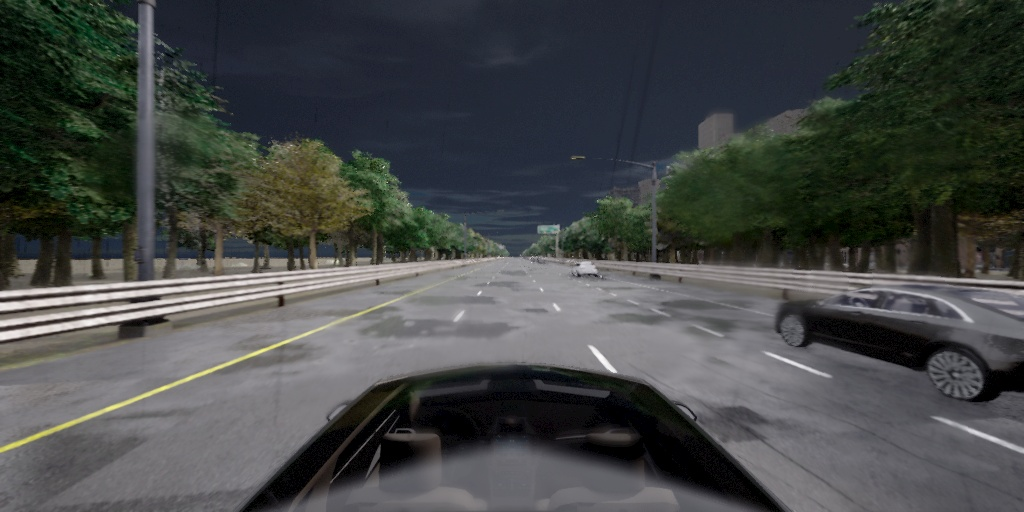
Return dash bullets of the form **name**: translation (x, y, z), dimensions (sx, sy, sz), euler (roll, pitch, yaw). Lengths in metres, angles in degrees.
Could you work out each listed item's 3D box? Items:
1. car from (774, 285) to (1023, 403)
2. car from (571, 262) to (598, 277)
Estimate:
- **car**: translation (6.997, 1.246, 6.337), dimensions (2.128, 1.511, 4.902), euler (0, 0, 0)
- **car**: translation (7.044, 1.294, 34.954), dimensions (1.812, 1.442, 4.674), euler (0, 0, 0)
